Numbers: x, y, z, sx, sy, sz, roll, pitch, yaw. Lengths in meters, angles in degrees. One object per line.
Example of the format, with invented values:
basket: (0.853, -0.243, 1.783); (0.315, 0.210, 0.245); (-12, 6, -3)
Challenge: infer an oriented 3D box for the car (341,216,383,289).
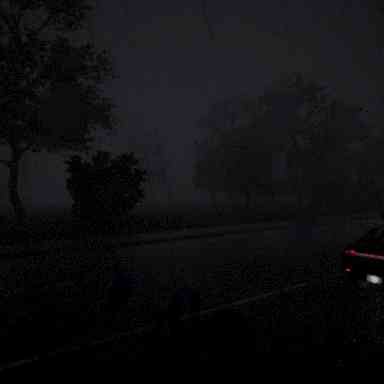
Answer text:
car: (5.489, 1.495, 7.992); (4.902, 1.511, 2.128); (0, 0, -38)

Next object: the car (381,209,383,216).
car: (16.668, 1.510, 26.291); (4.892, 1.490, 1.837); (0, 0, -40)
